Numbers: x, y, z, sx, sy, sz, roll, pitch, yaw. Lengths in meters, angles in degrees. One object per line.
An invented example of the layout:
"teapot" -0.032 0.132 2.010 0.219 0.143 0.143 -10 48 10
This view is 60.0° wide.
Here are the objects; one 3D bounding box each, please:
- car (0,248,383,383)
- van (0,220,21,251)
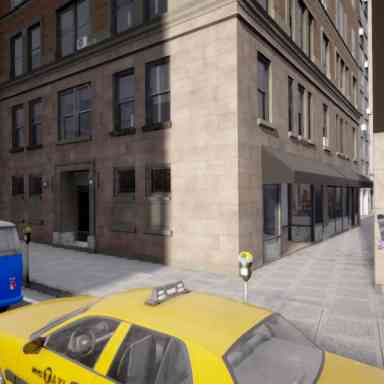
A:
"car" -0.432 1.526 3.168 4.829 1.417 1.752 0 -1 36
"van" -4.908 1.342 6.371 3.998 1.788 1.690 0 -1 36
